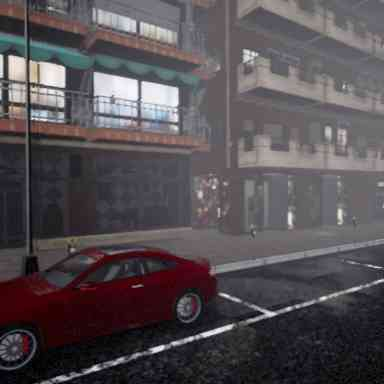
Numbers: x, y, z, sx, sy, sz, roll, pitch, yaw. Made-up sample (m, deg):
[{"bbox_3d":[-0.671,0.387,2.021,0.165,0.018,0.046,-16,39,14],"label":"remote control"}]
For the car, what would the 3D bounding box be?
[{"bbox_3d":[-1.457,1.572,5.483,4.206,1.307,1.802,0,-1,-35],"label":"car"}]
